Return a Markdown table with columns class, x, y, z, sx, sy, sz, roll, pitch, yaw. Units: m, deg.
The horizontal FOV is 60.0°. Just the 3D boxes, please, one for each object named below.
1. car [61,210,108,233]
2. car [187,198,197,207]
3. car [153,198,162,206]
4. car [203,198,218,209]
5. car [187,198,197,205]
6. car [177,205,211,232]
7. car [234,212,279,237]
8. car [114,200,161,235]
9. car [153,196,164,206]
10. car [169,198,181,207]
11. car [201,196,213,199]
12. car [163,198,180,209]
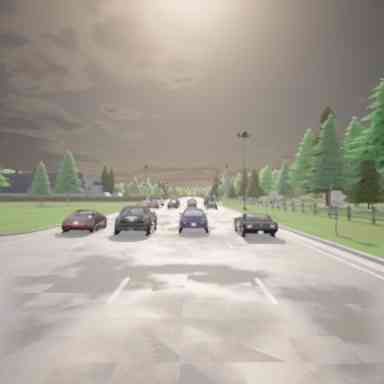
| class | x | y | z | sx | sy | sz | roll | pitch | yaw |
| --- | --- | --- | --- | --- | --- | --- | --- | --- | --- |
| car | -6.899 | 1.841 | 21.761 | 1.994 | 1.385 | 4.181 | 0 | -1 | 0 |
| car | -0.002 | 2.070 | 68.906 | 2.097 | 1.767 | 4.553 | 0 | -1 | 0 |
| car | -7.001 | 2.319 | 59.622 | 1.994 | 1.385 | 4.181 | 0 | -1 | 0 |
| car | 3.499 | 2.292 | 58.821 | 2.033 | 1.411 | 5.357 | 0 | -1 | 0 |
| car | -0.001 | 2.285 | 59.973 | 1.812 | 1.442 | 4.674 | 0 | -1 | 0 |
| car | 0.099 | 1.808 | 22.211 | 1.812 | 1.442 | 4.674 | 0 | -1 | 0 |
| car | 3.599 | 1.850 | 19.620 | 1.895 | 1.301 | 4.718 | 0 | -1 | 0 |
| car | -3.399 | 1.617 | 20.867 | 2.097 | 1.767 | 4.553 | 0 | -1 | 0 |
| car | -7.002 | 1.926 | 68.959 | 2.150 | 2.045 | 5.566 | 0 | -1 | 0 |
| car | -3.502 | 2.069 | 68.894 | 2.097 | 1.767 | 4.553 | 0 | -1 | 0 |
| car | 3.498 | 1.940 | 68.951 | 2.150 | 2.045 | 5.566 | 0 | -1 | 0 |
| car | -3.501 | 2.251 | 59.966 | 2.128 | 1.511 | 4.902 | 0 | -1 | 0 |
